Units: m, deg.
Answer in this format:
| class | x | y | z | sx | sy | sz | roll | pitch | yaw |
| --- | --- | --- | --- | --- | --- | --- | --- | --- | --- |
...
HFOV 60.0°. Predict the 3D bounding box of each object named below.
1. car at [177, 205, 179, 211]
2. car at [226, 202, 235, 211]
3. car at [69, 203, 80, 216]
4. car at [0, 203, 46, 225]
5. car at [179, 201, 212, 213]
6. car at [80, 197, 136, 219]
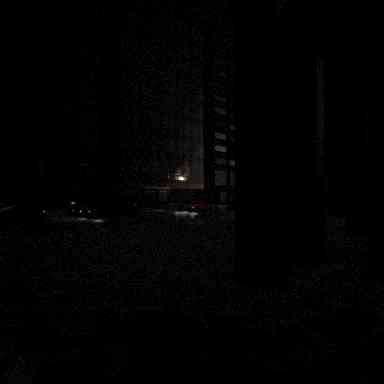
| class | x | y | z | sx | sy | sz | roll | pitch | yaw |
| --- | --- | --- | --- | --- | --- | --- | --- | --- | --- |
| car | -0.334 | 2.085 | 50.162 | 1.837 | 1.490 | 4.892 | 0 | -1 | 36 |
| car | 6.979 | 2.148 | 48.986 | 2.033 | 1.411 | 5.357 | 0 | -1 | 36 |
| car | -10.496 | 1.568 | 36.140 | 2.150 | 2.045 | 5.566 | 0 | -1 | 36 |
| car | -13.793 | 1.723 | 26.001 | 1.812 | 1.442 | 4.674 | 0 | -1 | 36 |
| car | 0.819 | 2.011 | 46.225 | 1.882 | 1.535 | 5.008 | 0 | 0 | 36 |
| car | -8.133 | 1.548 | 33.859 | 2.150 | 2.045 | 5.566 | 0 | -1 | 36 |
